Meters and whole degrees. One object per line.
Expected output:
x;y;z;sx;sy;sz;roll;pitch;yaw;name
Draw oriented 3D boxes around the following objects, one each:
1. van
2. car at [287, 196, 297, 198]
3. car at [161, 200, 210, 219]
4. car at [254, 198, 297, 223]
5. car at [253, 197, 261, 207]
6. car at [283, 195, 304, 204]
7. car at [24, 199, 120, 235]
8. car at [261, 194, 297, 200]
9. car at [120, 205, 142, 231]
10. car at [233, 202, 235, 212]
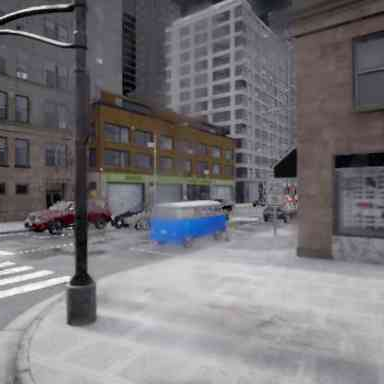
-0.036;1.315;14.476;1.690;1.788;3.998;0;1;35;van
9.811;1.290;28.332;1.752;1.417;4.829;0;1;35;car
-0.485;1.431;28.561;1.887;1.381;4.507;0;1;35;car
6.462;1.387;23.621;2.008;1.369;4.403;0;1;35;car
9.263;1.244;42.277;1.947;1.339;4.313;0;1;35;car
15.762;1.119;51.420;1.802;1.307;4.206;0;1;35;car
-6.985;1.339;19.415;2.192;1.841;5.009;0;1;35;car
10.316;1.037;39.127;2.097;1.767;4.553;0;1;36;car
-2.969;1.533;20.489;1.994;1.385;4.181;0;0;35;car
2.764;1.383;33.134;1.947;1.339;4.313;0;1;35;car
